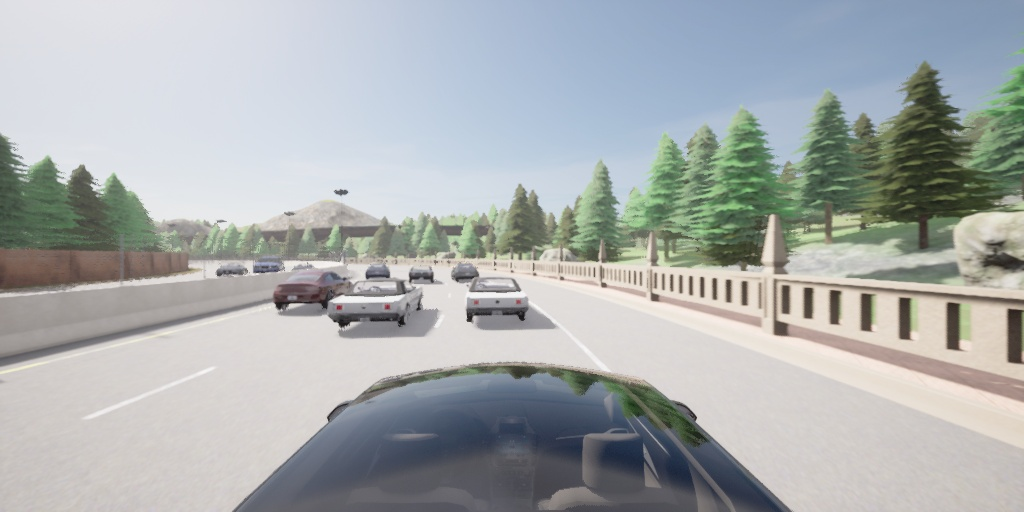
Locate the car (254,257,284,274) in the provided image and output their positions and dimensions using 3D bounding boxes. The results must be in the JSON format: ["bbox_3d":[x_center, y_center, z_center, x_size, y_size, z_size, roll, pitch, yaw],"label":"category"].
[{"bbox_3d":[-25.540,1.080,37.898,2.150,2.045,5.566,0,0,-24],"label":"car"}]

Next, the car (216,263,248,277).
[{"bbox_3d":[-29.319,1.436,37.708,1.994,1.385,4.181,0,0,-25],"label":"car"}]

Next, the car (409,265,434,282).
[{"bbox_3d":[-7.312,1.387,28.829,1.895,1.301,4.718,0,0,-15],"label":"car"}]

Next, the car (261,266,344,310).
[{"bbox_3d":[-8.045,1.310,14.885,1.812,1.442,4.674,0,0,-8],"label":"car"}]

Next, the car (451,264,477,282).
[{"bbox_3d":[-3.902,1.338,29.465,1.994,1.385,4.181,0,0,-14],"label":"car"}]

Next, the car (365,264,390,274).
[{"bbox_3d":[-12.057,1.369,32.364,1.994,1.385,4.181,0,0,-17],"label":"car"}]

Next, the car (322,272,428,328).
[{"bbox_3d":[-4.084,1.369,11.592,1.895,1.301,4.718,0,0,-6],"label":"car"}]

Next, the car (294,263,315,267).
[{"bbox_3d":[-21.581,1.406,37.430,1.994,1.385,4.181,0,0,-23],"label":"car"}]

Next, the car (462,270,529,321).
[{"bbox_3d":[-0.659,1.357,12.523,1.895,1.301,4.718,0,0,-6],"label":"car"}]
